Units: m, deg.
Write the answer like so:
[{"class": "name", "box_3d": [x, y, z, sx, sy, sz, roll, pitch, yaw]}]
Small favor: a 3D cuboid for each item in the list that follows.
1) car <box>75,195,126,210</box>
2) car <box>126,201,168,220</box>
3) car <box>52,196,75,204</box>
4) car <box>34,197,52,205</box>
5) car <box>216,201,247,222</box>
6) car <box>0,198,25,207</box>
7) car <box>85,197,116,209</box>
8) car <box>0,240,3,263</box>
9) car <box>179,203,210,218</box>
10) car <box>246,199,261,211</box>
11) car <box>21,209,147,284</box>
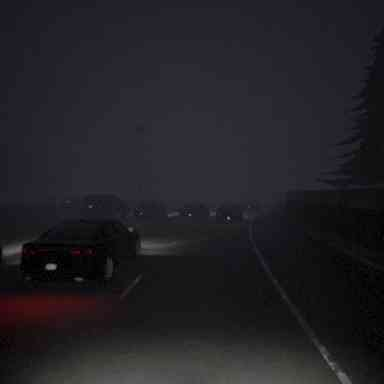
[{"class": "car", "box_3d": [-7.252, 1.233, 28.162, 2.150, 2.045, 5.566, 0, 0, 12]}, {"class": "car", "box_3d": [-3.509, 1.512, 28.821, 2.128, 1.511, 4.902, 0, 0, 12]}, {"class": "car", "box_3d": [-16.892, 1.359, 46.799, 2.097, 1.767, 4.553, 0, 0, 18]}, {"class": "car", "box_3d": [-20.334, 1.478, 47.530, 1.882, 1.535, 5.008, 0, 0, 18]}, {"class": "car", "box_3d": [3.157, 1.634, 26.675, 1.895, 1.301, 4.718, 0, 0, 12]}, {"class": "car", "box_3d": [-24.813, 1.514, 44.889, 1.812, 1.442, 4.674, 0, 0, 17]}, {"class": "car", "box_3d": [-12.957, 1.520, 47.588, 1.837, 1.490, 4.892, 0, 0, 19]}, {"class": "car", "box_3d": [-6.521, 1.484, 7.757, 2.128, 1.511, 4.902, 0, 0, 4]}, {"class": "car", "box_3d": [0.345, 1.631, 30.073, 1.895, 1.301, 4.718, 0, 0, 13]}, {"class": "car", "box_3d": [7.583, 1.585, 42.252, 1.812, 1.442, 4.674, 0, 0, 19]}, {"class": "car", "box_3d": [-2.879, 1.481, 9.711, 1.882, 1.535, 5.008, 0, 0, 4]}]
